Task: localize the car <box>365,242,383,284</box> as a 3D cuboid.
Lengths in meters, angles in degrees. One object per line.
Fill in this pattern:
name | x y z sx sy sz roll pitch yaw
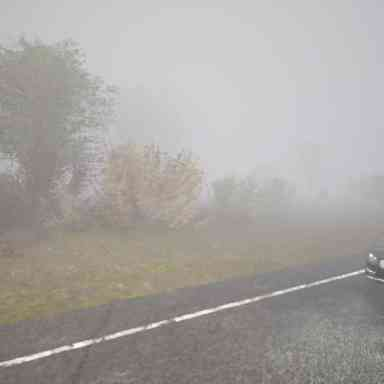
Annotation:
car | 6.306 1.494 8.387 4.902 1.511 2.128 0 0 -35
